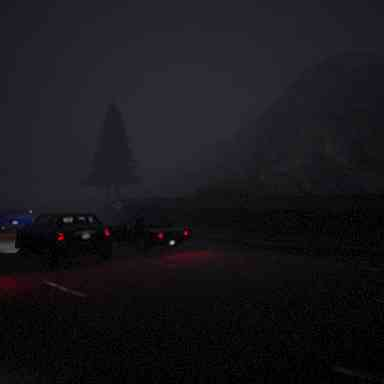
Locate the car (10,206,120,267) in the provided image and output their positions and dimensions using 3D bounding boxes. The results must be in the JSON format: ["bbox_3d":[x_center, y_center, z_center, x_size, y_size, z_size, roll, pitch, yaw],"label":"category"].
[{"bbox_3d":[-4.841,1.467,12.268,2.097,1.767,4.553,0,-1,-42],"label":"car"}]

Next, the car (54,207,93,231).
[{"bbox_3d":[-8.391,1.811,23.246,1.895,1.301,4.718,0,0,-28],"label":"car"}]

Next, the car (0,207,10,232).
[{"bbox_3d":[-11.877,1.709,22.393,1.882,1.535,5.008,0,0,-27],"label":"car"}]

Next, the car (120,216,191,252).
[{"bbox_3d":[-2.272,1.712,14.613,1.895,1.301,4.718,0,0,-43],"label":"car"}]
